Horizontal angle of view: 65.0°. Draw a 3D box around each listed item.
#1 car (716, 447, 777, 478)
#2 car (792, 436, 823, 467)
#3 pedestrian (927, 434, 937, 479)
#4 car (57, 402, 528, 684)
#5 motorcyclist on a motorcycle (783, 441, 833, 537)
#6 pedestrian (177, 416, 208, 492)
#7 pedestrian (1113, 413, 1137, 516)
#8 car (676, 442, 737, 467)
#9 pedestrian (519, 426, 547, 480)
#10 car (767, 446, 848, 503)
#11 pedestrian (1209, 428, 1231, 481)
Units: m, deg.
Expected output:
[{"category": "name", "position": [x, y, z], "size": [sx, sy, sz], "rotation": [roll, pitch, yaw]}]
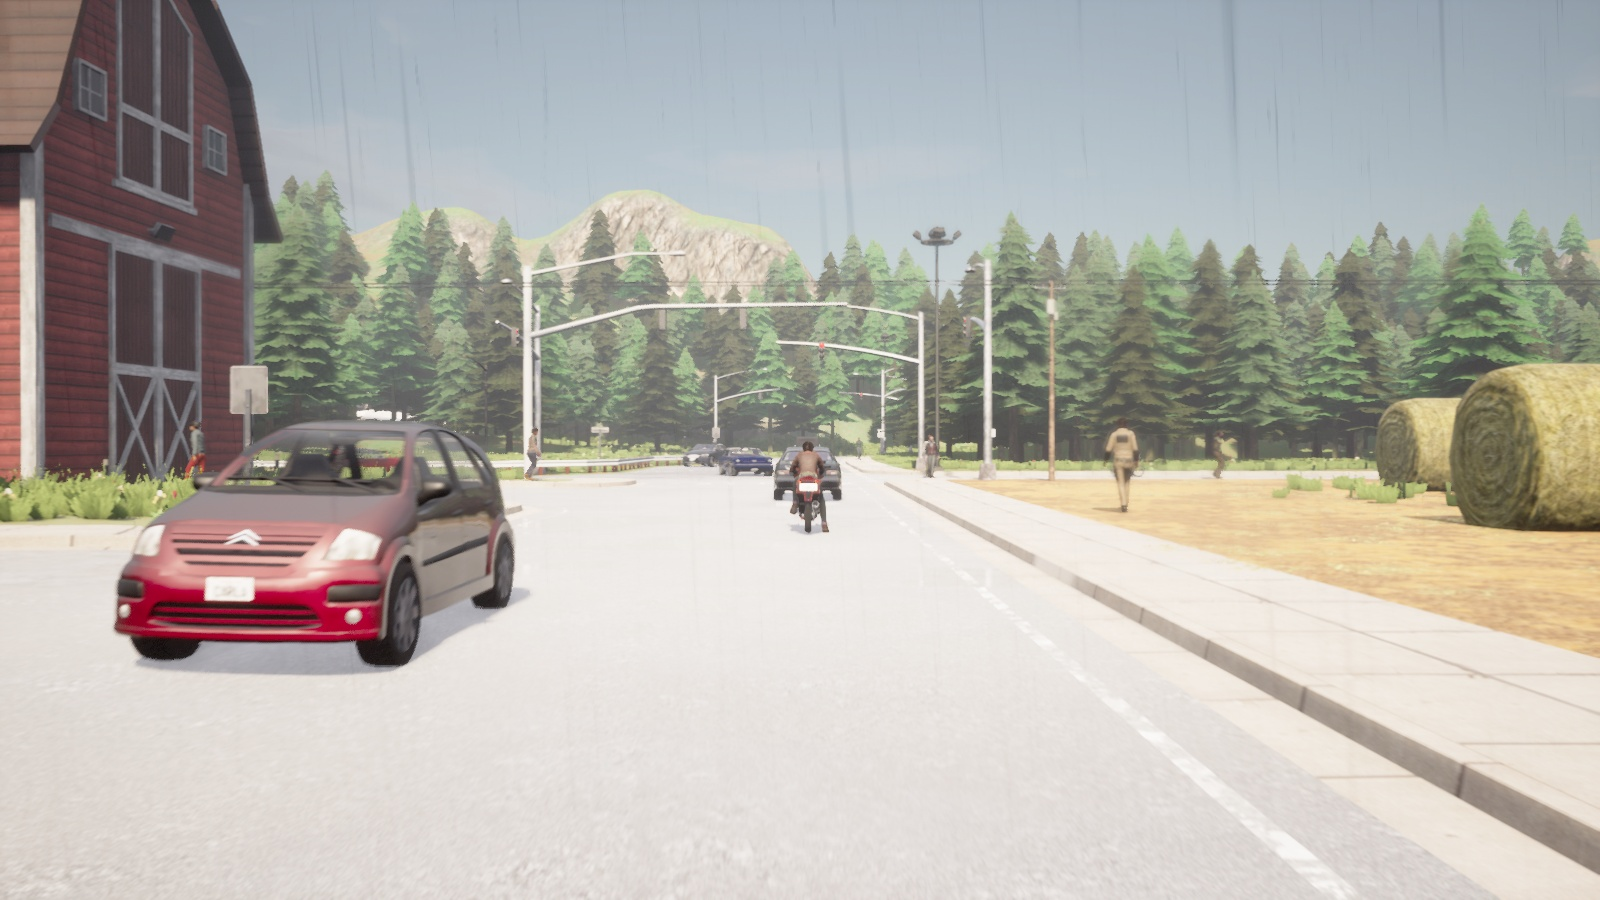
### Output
[{"category": "car", "position": [-2.485, 0.536, 57.276], "size": [1.895, 1.301, 4.718], "rotation": [0, 0, -14]}, {"category": "car", "position": [0.462, 0.100, 78.526], "size": [1.905, 1.878, 3.866], "rotation": [0, 0, 0]}, {"category": "pedestrian", "position": [5.573, 0.270, 53.054], "size": [0.376, 1.854, 0.720], "rotation": [0, 0, 3]}, {"category": "car", "position": [-3.426, 0.530, 9.391], "size": [1.851, 1.617, 3.988], "rotation": [1, 0, 0]}, {"category": "motorcyclist on a motorcycle", "position": [0.135, 0.611, 20.966], "size": [0.797, 1.523, 2.044], "rotation": [0, 0, 0]}, {"category": "pedestrian", "position": [-14.940, 0.102, 30.886], "size": [0.614, 1.847, 0.353], "rotation": [0, 0, 11]}, {"category": "pedestrian", "position": [6.193, 0.269, 23.927], "size": [0.396, 1.930, 0.692], "rotation": [0, 0, 10]}, {"category": "car", "position": [-5.797, 0.257, 78.347], "size": [2.128, 1.511, 4.902], "rotation": [0, 0, 17]}, {"category": "pedestrian", "position": [-9.080, 0.092, 42.663], "size": [0.869, 1.805, 0.328], "rotation": [0, 0, -27]}, {"category": "car", "position": [0.212, 0.598, 34.260], "size": [2.033, 1.411, 5.357], "rotation": [0, 0, 0]}, {"category": "pedestrian", "position": [15.453, 0.162, 46.235], "size": [0.692, 1.930, 0.395], "rotation": [0, 0, 7]}]
